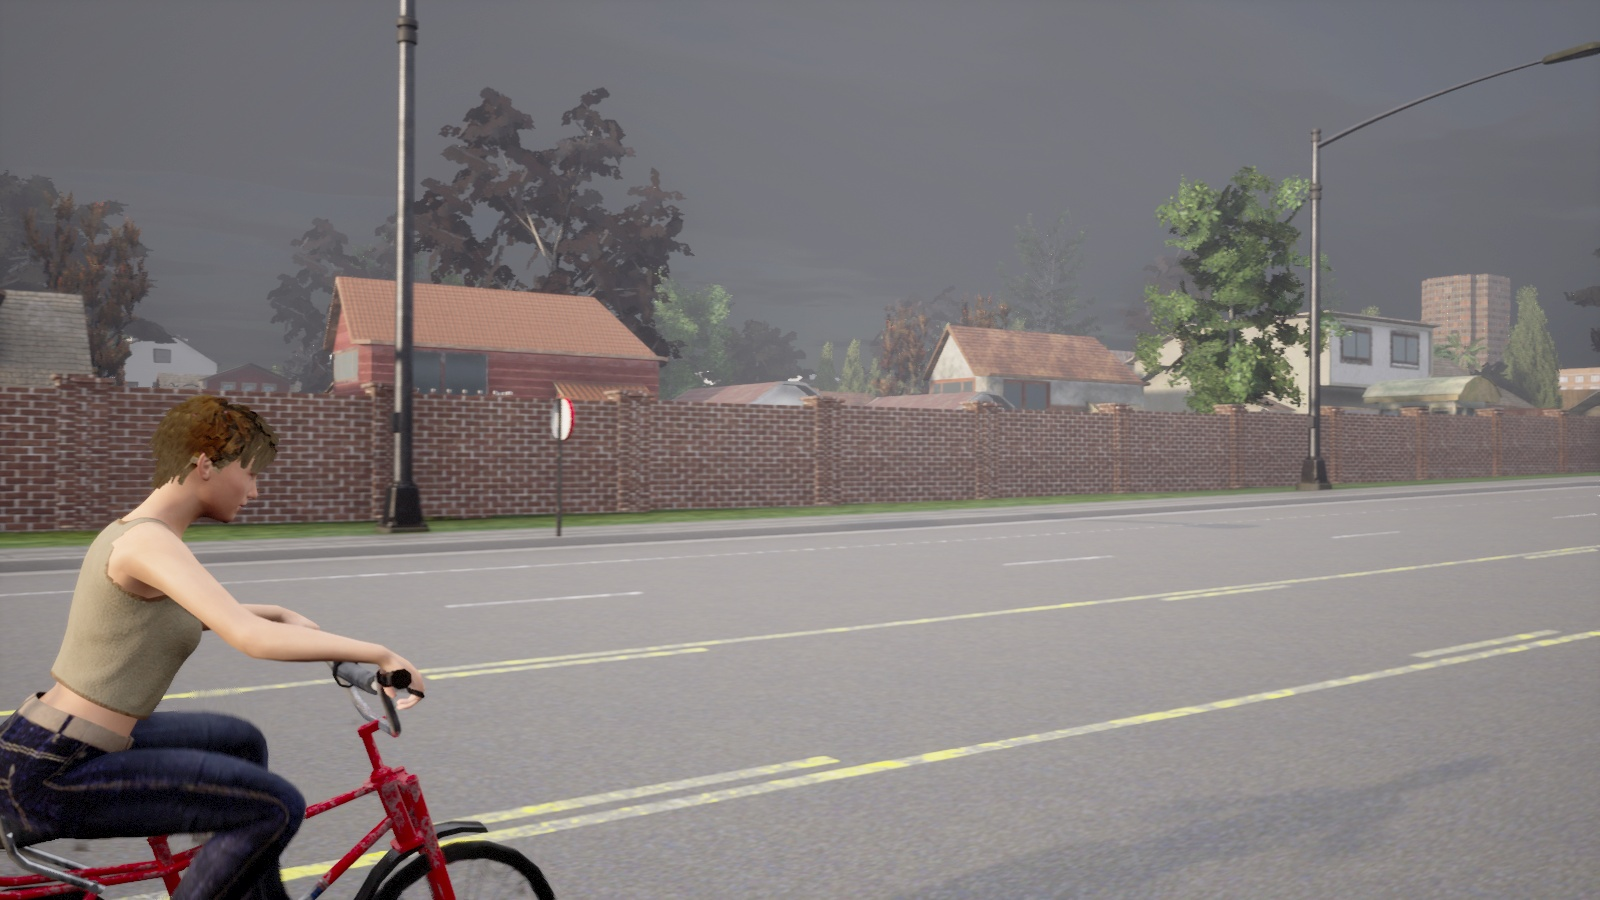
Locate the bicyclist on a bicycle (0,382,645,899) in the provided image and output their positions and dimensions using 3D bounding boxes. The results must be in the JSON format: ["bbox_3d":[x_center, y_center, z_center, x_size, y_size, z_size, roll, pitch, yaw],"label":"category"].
[{"bbox_3d":[-1.222,0.691,2.803,1.509,1.612,0.866,0,0,-35],"label":"bicyclist on a bicycle"}]
